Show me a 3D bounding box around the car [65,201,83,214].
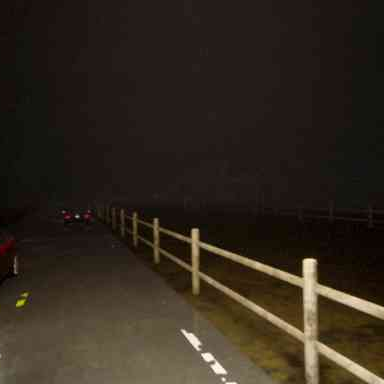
[{"bbox_3d":[-14.468,1.875,40.832,1.994,1.385,4.181,-1,0,-20],"label":"car"}]

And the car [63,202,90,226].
[{"bbox_3d":[-8.841,1.774,25.523,2.033,1.411,5.357,-1,0,-20],"label":"car"}]

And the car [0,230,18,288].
[{"bbox_3d":[-5.312,1.600,7.646,1.882,1.535,5.008,-1,0,-20],"label":"car"}]
